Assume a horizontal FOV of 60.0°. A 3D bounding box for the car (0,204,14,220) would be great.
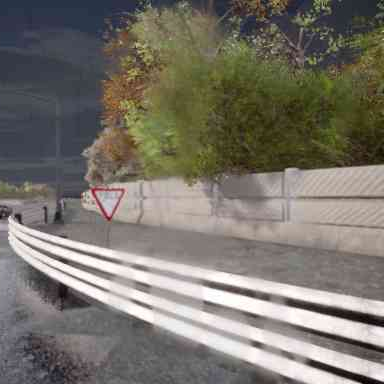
[{"bbox_3d":[-18.866,1.910,32.406,1.837,1.490,4.892,0,-1,-14],"label":"car"}]
